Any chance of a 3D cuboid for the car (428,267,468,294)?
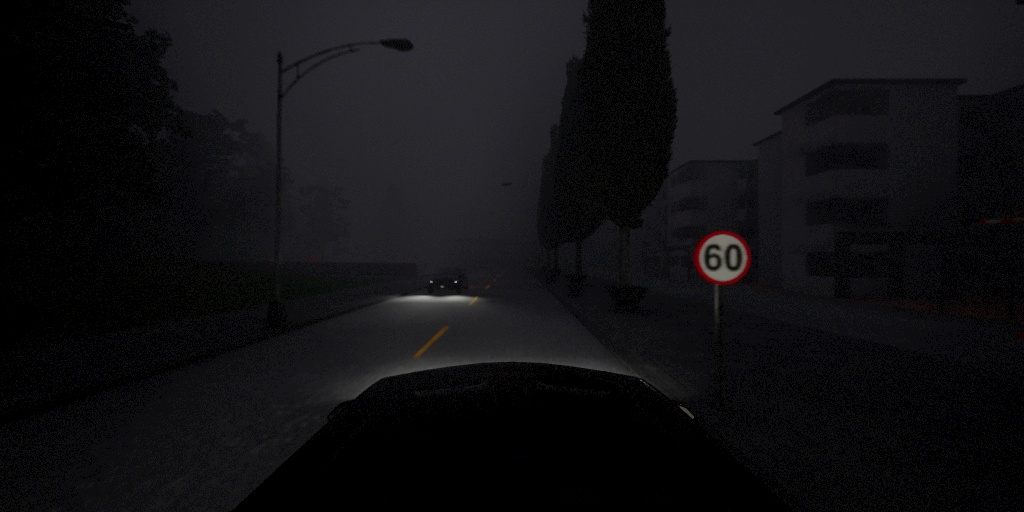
[{"bbox_3d":[-3.764,1.415,21.814,1.812,1.442,4.674,0,0,1],"label":"car"}]
